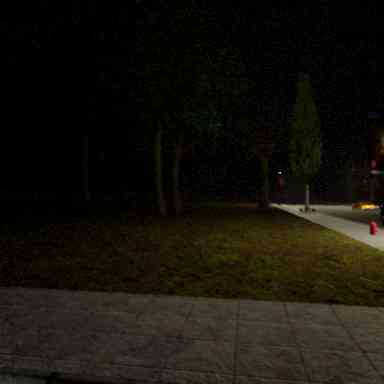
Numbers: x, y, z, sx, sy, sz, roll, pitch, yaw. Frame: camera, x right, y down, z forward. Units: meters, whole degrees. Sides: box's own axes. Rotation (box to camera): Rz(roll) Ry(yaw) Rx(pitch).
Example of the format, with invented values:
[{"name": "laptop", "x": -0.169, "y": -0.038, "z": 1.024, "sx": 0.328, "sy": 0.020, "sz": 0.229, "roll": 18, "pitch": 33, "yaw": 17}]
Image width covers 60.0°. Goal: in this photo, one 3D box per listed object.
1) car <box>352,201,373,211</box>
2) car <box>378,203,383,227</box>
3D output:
[{"name": "car", "x": 25.885, "y": 2.072, "z": 50.566, "sx": 1.882, "sy": 1.535, "sz": 5.008, "roll": 0, "pitch": -1, "yaw": 9}, {"name": "car", "x": 14.566, "y": 1.471, "z": 22.216, "sx": 2.150, "sy": 2.045, "sz": 5.566, "roll": 0, "pitch": 0, "yaw": 9}]
